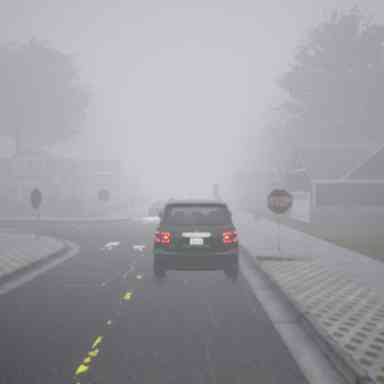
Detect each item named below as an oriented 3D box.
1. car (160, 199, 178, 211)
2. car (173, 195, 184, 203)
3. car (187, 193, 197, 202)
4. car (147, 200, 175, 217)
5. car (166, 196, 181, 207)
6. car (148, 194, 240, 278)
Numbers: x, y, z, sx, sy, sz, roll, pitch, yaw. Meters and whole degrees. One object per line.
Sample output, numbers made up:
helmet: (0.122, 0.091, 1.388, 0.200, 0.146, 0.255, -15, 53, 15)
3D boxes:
car: (-2.828, 1.540, 41.277, 1.895, 1.301, 4.718, 0, 0, 0)
car: (-2.720, 1.440, 67.208, 2.128, 1.511, 4.902, 0, 0, 0)
car: (0.033, 1.168, 73.266, 2.150, 2.045, 5.566, 0, 0, 0)
car: (-2.842, 1.516, 31.320, 1.994, 1.385, 4.181, 0, 0, 3)
car: (-2.825, 1.409, 51.622, 1.882, 1.535, 5.008, 0, 0, 0)
car: (0.103, 1.202, 10.181, 2.150, 2.045, 5.566, 0, 0, 0)
